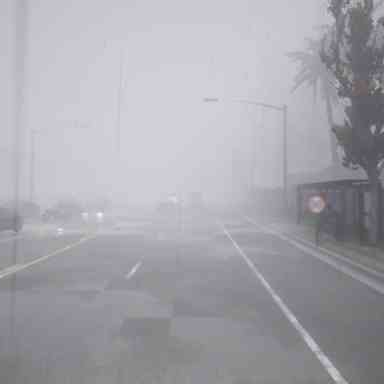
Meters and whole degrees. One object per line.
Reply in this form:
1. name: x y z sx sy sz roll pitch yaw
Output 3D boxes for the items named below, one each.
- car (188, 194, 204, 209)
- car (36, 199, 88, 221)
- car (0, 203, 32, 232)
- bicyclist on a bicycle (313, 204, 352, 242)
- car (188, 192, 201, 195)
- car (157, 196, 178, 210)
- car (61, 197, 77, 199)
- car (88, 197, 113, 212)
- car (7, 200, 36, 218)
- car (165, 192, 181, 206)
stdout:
1. car: 0.501 1.369 42.569 1.812 1.442 4.674 0 1 1
2. car: -10.350 1.549 26.922 1.895 1.301 4.718 0 0 1
3. car: -10.454 1.514 17.111 1.812 1.442 4.674 0 0 1
4. bicyclist on a bicycle: 6.010 1.337 14.212 1.656 1.620 0.582 0 0 1
5. car: 0.601 0.968 53.366 2.150 2.045 5.566 0 1 1
6. car: -3.035 1.462 39.603 1.895 1.301 4.718 0 1 1
7. car: -13.721 1.367 36.735 1.837 1.490 4.892 0 1 1
8. car: -10.216 1.372 37.024 1.837 1.490 4.892 0 1 1
9. car: -13.851 1.420 26.449 1.882 1.535 5.008 0 0 0
10. car: -2.933 0.991 49.876 2.150 2.045 5.566 0 1 1
